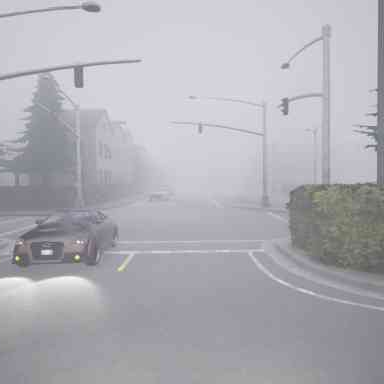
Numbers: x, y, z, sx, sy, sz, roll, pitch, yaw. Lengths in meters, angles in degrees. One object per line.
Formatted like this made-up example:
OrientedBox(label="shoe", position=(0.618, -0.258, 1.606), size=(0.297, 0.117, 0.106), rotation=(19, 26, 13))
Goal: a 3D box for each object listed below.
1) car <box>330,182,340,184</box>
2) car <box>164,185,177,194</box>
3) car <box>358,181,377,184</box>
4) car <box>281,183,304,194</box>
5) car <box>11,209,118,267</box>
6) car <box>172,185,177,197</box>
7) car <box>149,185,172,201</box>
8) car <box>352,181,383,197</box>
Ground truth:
OrientedBox(label="car", position=(25.336, -1.018, 59.426), size=(2.152, 1.636, 5.027), rotation=(-1, 2, 0))
OrientedBox(label="car", position=(-3.692, -0.474, 58.125), size=(1.837, 1.490, 4.892), rotation=(-1, 2, 0))
OrientedBox(label="car", position=(19.030, -0.169, 34.158), size=(1.905, 1.878, 3.866), rotation=(-1, 2, 0))
OrientedBox(label="car", position=(15.293, -0.506, 52.018), size=(2.007, 1.523, 4.514), rotation=(-1, 2, 0))
OrientedBox(label="car", position=(-3.523, 1.224, 9.947), size=(1.994, 1.385, 4.181), rotation=(-1, 1, -1))
OrientedBox(label="car", position=(-3.712, -0.277, 47.741), size=(2.097, 1.767, 4.553), rotation=(-1, 2, 0))
OrientedBox(label="car", position=(-3.699, 0.186, 37.723), size=(1.882, 1.535, 5.008), rotation=(-1, 2, 0))
OrientedBox(label="car", position=(22.280, -0.452, 42.036), size=(1.932, 1.855, 4.605), rotation=(-1, 2, 0))
